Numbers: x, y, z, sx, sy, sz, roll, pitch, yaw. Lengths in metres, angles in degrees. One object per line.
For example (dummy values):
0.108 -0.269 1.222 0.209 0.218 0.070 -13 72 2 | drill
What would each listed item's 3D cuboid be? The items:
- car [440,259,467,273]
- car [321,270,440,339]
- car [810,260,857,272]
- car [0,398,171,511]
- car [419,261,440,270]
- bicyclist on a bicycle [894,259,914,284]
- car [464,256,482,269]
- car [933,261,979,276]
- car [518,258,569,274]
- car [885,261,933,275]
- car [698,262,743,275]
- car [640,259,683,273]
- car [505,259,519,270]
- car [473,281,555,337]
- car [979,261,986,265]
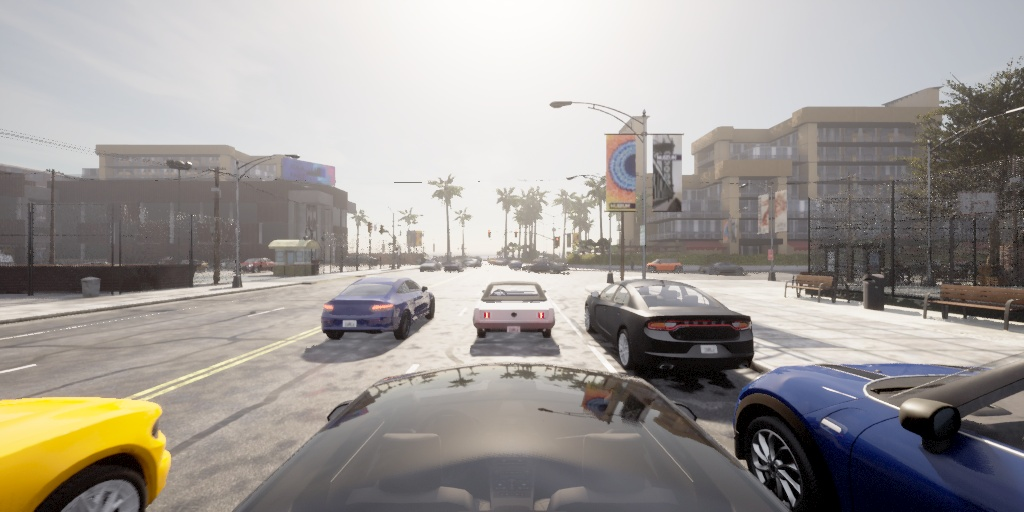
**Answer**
-7.071 1.351 43.838 1.895 1.301 4.718 0 0 1 | car
-3.441 1.276 9.938 1.812 1.442 4.674 0 0 0 | car
37.576 1.256 42.118 4.892 1.490 1.837 0 0 0 | car
-3.402 1.228 0.501 1.882 1.535 5.008 0 0 0 | car
-10.552 1.297 46.784 2.033 1.411 5.357 0 0 1 | car
26.068 1.050 24.063 0.582 1.620 1.656 0 0 -1 | bicyclist on a bicycle
-6.441 1.242 58.395 2.128 1.511 4.902 0 0 9 | car
45.165 1.241 35.124 4.902 1.511 2.128 0 0 -1 | car
3.809 1.297 41.190 5.357 1.411 2.033 0 0 33 | car
43.207 1.228 38.623 5.008 1.535 1.882 0 0 0 | car
22.377 1.314 38.510 4.181 1.385 1.994 0 0 -1 | car
17.405 1.102 42.005 4.553 1.767 2.097 0 0 0 | car
0.574 1.297 54.424 2.033 1.411 5.357 0 0 -6 | car
0.061 1.351 10.233 1.895 1.301 4.718 0 0 0 | car
45.198 1.241 31.624 4.902 1.511 2.128 0 0 -1 | car
